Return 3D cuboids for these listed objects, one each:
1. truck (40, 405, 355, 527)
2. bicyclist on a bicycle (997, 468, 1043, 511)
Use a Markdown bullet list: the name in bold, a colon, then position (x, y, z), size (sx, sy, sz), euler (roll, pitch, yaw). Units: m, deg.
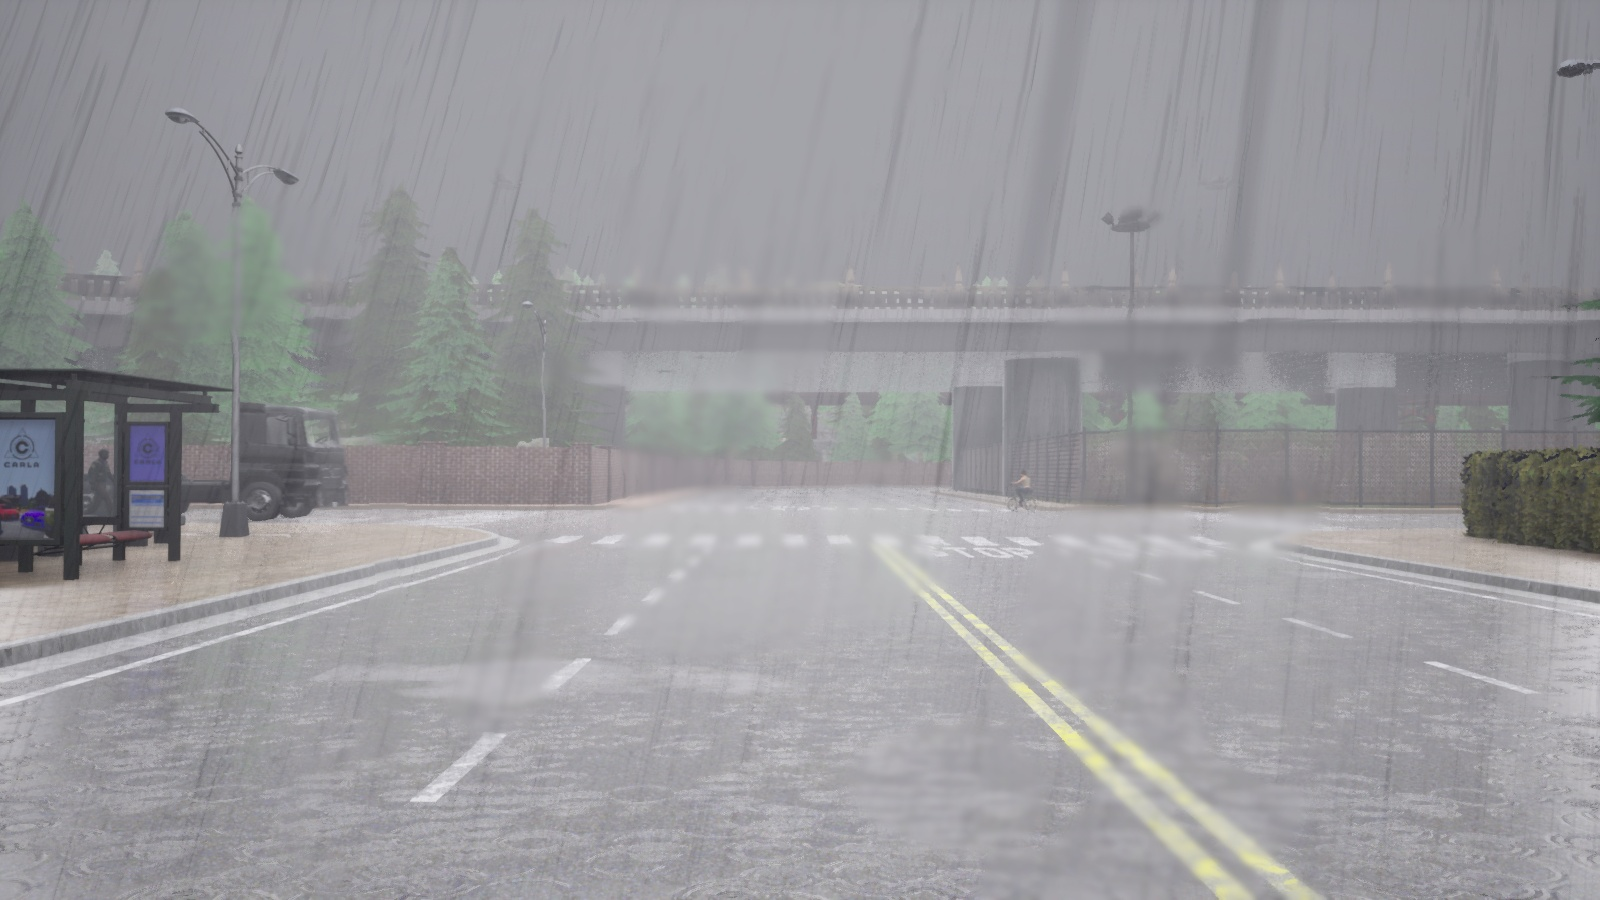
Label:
- **truck**: position (-17.701, 0.472, 37.287), size (7.936, 3.462, 2.891), euler (0, -1, 0)
- **bicyclist on a bicycle**: position (8.435, 1.514, 48.161), size (0.866, 1.612, 1.509), euler (4, -3, -34)
